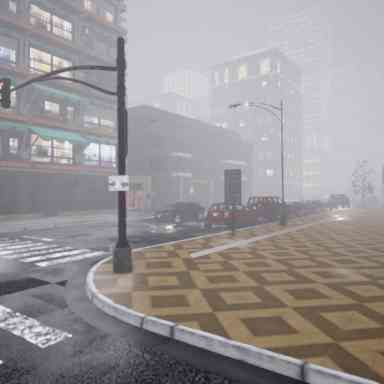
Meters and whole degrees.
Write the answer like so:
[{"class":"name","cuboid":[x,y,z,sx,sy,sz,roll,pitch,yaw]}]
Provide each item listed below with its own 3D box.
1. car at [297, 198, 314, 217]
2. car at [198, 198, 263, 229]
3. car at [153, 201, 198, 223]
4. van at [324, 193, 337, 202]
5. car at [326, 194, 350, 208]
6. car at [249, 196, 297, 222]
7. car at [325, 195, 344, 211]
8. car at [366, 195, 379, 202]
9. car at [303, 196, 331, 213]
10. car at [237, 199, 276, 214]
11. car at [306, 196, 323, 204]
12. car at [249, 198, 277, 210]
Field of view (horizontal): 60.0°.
[{"class":"car","cuboid":[9.143,1.467,29.742,1.802,1.307,4.206,-1,0,36]},{"class":"car","cuboid":[2.504,1.349,20.739,1.967,1.590,4.097,-1,0,36]},{"class":"car","cuboid":[-0.897,1.478,25.252,1.837,1.490,4.892,-1,-1,36]},{"class":"van","cuboid":[29.345,1.222,70.436,1.690,1.788,3.998,-1,0,36]},{"class":"car","cuboid":[19.095,1.163,43.250,2.192,1.841,5.009,-1,0,36]},{"class":"car","cuboid":[5.822,1.212,25.241,2.192,1.841,5.009,-1,0,36]},{"class":"car","cuboid":[15.779,1.411,38.747,2.008,1.369,4.403,-1,0,36]},{"class":"car","cuboid":[35.689,1.329,65.761,1.887,1.381,4.507,-1,0,36]},{"class":"car","cuboid":[12.461,1.417,34.245,1.887,1.381,4.507,-1,0,36]},{"class":"car","cuboid":[7.104,1.490,36.095,2.033,1.411,5.357,-1,0,37]},{"class":"car","cuboid":[22.609,1.432,61.294,1.752,1.417,4.829,-1,0,36]},{"class":"car","cuboid":[9.335,1.482,43.285,1.752,1.417,4.829,-1,0,36]}]
